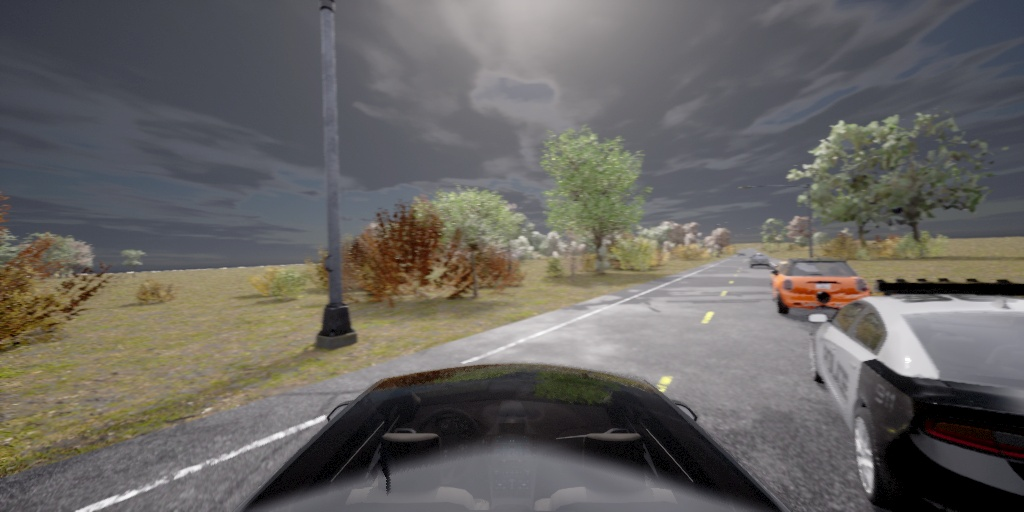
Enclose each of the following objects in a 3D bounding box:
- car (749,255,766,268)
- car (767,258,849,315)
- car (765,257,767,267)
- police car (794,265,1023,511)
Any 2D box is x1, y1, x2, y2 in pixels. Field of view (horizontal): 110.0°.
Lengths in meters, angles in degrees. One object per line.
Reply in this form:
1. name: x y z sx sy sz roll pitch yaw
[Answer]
1. car: 27.812 0.628 40.308 2.033 1.411 5.357 -2 0 34
2. car: 9.873 0.845 11.788 2.097 1.767 4.553 -2 -1 34
3. car: 13.338 0.870 16.953 1.801 1.575 5.366 -2 -1 34
4. police car: 4.388 1.040 3.595 1.930 1.638 5.238 -2 -1 34
